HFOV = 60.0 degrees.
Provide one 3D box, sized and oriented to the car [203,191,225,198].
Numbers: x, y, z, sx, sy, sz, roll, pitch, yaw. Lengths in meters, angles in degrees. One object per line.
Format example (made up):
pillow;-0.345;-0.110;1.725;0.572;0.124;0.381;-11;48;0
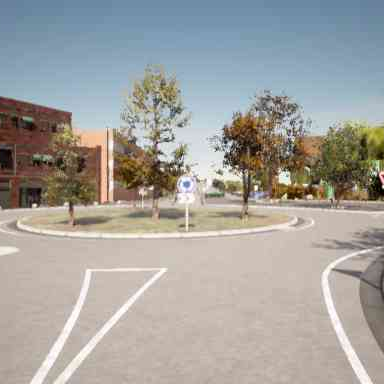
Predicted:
car;6.509;0.789;92.717;5.566;2.045;2.435;0;0;0

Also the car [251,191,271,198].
car;19.024;0.911;89.871;4.553;1.767;2.185;0;1;0
